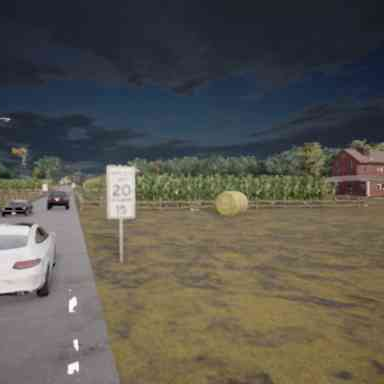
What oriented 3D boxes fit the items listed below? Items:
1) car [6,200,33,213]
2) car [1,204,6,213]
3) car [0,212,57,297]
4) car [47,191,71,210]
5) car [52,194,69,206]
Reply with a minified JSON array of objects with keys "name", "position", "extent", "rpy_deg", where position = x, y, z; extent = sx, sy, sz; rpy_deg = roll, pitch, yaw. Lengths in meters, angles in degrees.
[{"name":"car","position":[-14.620,1.342,27.995],"extent":[1.895,1.301,4.718],"rpy_deg":[0,1,-20]},{"name":"car","position":[-9.328,1.099,13.364],"extent":[2.150,2.045,5.566],"rpy_deg":[0,0,-20]},{"name":"car","position":[-4.303,1.445,7.882],"extent":[1.812,1.442,4.674],"rpy_deg":[0,1,-20]},{"name":"car","position":[-14.744,0.879,36.775],"extent":[2.150,2.045,5.566],"rpy_deg":[0,1,-19]},{"name":"car","position":[-18.304,1.108,46.453],"extent":[2.033,1.411,5.357],"rpy_deg":[0,1,-20]}]
